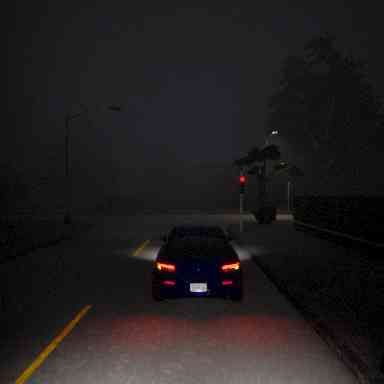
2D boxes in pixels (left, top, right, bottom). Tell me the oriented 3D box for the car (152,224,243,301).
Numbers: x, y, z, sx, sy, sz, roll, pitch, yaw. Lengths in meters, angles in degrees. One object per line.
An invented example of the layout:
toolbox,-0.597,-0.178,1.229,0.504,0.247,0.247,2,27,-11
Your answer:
car,0.122,1.526,8.192,1.812,1.442,4.674,0,0,0
